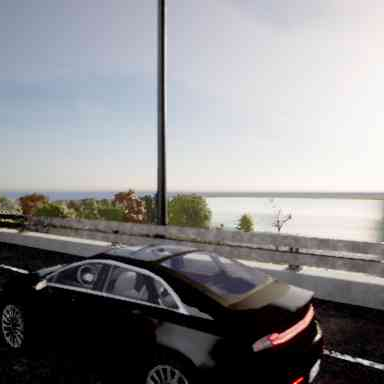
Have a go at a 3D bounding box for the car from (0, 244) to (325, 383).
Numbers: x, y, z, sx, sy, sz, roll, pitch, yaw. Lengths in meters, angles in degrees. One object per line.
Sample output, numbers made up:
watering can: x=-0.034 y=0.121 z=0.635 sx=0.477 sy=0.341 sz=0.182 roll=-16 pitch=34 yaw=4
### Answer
car: x=-0.808 y=1.493 z=4.581 sx=4.902 sy=1.511 sz=2.128 roll=-1 pitch=0 yaw=36
